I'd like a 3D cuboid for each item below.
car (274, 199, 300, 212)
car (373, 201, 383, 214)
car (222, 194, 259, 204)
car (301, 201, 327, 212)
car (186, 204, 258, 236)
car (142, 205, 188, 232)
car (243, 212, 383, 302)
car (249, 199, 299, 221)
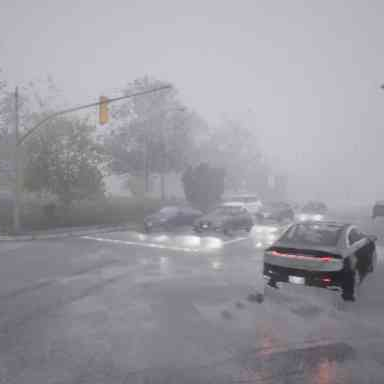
[{"bbox_3d":[11.608,1.620,40.475,1.994,1.385,4.181,0,0,32],"label":"car"},{"bbox_3d":[17.237,1.497,29.548,1.882,1.535,5.008,0,0,32],"label":"car"},{"bbox_3d":[4.221,1.242,28.784,2.150,2.045,5.566,0,0,33],"label":"car"},{"bbox_3d":[13.650,1.645,37.159,1.895,1.301,4.718,0,0,32],"label":"car"},{"bbox_3d":[1.791,1.577,18.652,1.994,1.385,4.181,0,0,34],"label":"car"},{"bbox_3d":[-1.069,1.544,20.647,1.812,1.442,4.674,0,0,34],"label":"car"},{"bbox_3d":[3.410,1.493,8.445,2.128,1.511,4.902,0,0,35],"label":"car"},{"bbox_3d":[6.606,1.506,26.023,2.128,1.511,4.902,0,0,32],"label":"car"}]
